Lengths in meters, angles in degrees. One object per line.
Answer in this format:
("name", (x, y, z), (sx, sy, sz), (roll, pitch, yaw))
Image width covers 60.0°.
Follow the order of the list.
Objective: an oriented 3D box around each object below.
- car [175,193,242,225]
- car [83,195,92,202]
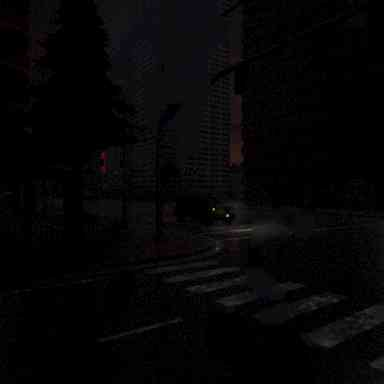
("car", (0.843, 1.282, 25.072), (2.150, 2.045, 5.566), (0, 0, -35))
("car", (-25.691, 1.442, 80.595), (2.128, 1.511, 4.902), (0, 0, -35))
